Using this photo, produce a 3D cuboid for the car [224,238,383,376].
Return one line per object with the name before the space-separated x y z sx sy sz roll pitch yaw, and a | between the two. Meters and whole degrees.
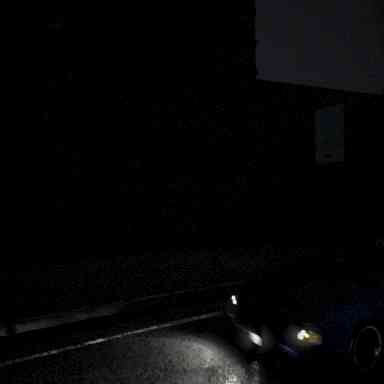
car | 3.212 1.536 5.578 5.357 1.411 2.033 0 0 -27
